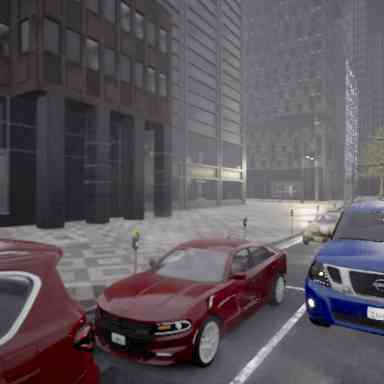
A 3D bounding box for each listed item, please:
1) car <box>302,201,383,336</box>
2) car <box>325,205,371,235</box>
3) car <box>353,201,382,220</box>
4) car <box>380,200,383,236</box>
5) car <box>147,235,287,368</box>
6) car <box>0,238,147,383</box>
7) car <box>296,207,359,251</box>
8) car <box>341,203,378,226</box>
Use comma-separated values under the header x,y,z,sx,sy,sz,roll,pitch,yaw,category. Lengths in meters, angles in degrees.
x,y,z,sx,sy,sz,roll,pitch,yaw,category
3.947,1.222,6.587,2.150,2.045,5.566,0,0,33,car
9.378,1.547,19.824,1.887,1.381,4.507,0,0,33,car
15.410,1.549,29.084,1.887,1.381,4.507,0,0,33,car
11.737,1.354,18.365,2.097,1.767,4.553,0,0,33,car
0.330,1.545,5.935,1.887,1.381,4.507,0,0,33,car
-2.685,1.315,1.305,2.192,1.841,5.009,0,0,33,car
6.269,1.527,15.052,1.752,1.417,4.829,0,0,33,car
12.394,1.548,24.454,1.887,1.381,4.507,0,0,33,car
